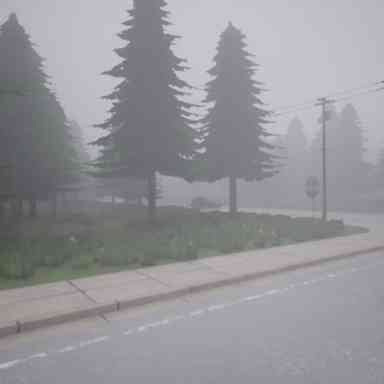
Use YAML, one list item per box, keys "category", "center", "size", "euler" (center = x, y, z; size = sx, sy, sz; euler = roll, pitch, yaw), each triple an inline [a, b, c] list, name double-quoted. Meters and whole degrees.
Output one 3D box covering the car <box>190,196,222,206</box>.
- category: "car"
  center: [1.596, 1.231, 38.720]
  size: [1.837, 1.490, 4.892]
  euler: [-1, 0, -34]
